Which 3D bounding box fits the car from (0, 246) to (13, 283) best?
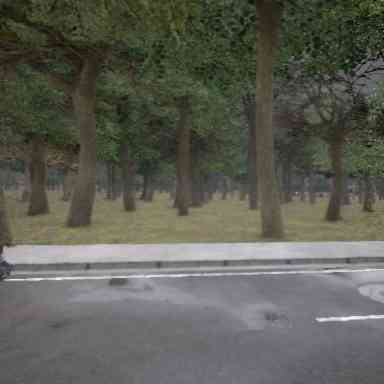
[{"bbox_3d":[-6.444,1.425,6.223,5.357,1.411,2.033,1,0,-9],"label":"car"}]
